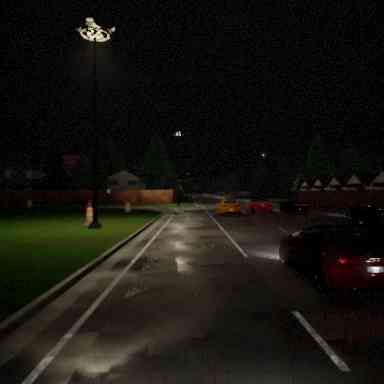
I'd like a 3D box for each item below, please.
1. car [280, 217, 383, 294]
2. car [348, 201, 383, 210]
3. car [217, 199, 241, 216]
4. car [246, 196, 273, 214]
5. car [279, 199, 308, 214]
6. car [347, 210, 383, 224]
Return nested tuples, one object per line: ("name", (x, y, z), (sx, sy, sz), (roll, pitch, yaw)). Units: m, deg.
("car", (3.757, 1.560, 8.837), (1.994, 1.385, 4.181), (0, 0, 0))
("car", (14.141, 1.480, 26.443), (2.128, 1.511, 4.902), (0, 0, 0))
("car", (3.595, 1.463, 32.928), (1.882, 1.535, 5.008), (0, 0, 0))
("car", (7.079, 1.336, 35.320), (2.097, 1.767, 4.553), (0, 0, 0))
("car", (10.583, 1.476, 34.983), (2.128, 1.511, 4.902), (0, 0, 0))
("car", (7.236, 1.559, 12.145), (1.994, 1.385, 4.181), (0, 0, 0))
